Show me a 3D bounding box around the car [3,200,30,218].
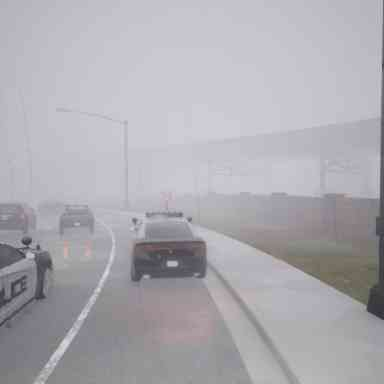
[{"bbox_3d":[-17.510,1.611,33.092,1.837,1.490,4.892,0,0,-35],"label":"car"}]

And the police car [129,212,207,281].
[{"bbox_3d":[-0.853,1.422,10.087,1.930,1.638,5.238,0,0,-9],"label":"police car"}]

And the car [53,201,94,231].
[{"bbox_3d":[-7.028,1.515,20.287,2.128,1.511,4.902,0,0,-19],"label":"car"}]

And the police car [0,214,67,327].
[{"bbox_3d":[-3.817,1.429,5.409,1.930,1.638,5.238,0,0,-5],"label":"police car"}]

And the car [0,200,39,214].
[{"bbox_3d":[-10.391,1.396,19.272,2.097,1.767,4.553,0,0,-19],"label":"car"}]

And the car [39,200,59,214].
[{"bbox_3d":[-15.157,1.550,35.798,1.882,1.535,5.008,-1,0,-35],"label":"car"}]
